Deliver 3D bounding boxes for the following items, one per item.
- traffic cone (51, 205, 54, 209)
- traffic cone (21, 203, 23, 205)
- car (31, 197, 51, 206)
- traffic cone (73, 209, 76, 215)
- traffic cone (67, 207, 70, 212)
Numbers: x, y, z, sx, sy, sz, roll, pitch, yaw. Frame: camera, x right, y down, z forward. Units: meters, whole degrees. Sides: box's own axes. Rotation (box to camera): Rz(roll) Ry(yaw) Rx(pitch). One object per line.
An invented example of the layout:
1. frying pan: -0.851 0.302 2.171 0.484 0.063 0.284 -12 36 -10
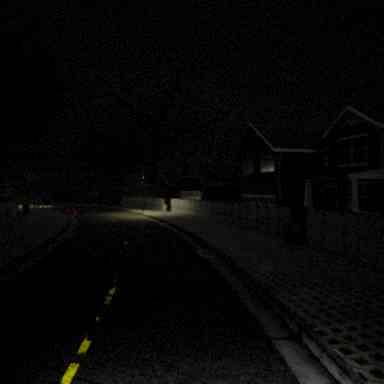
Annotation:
1. traffic cone: -18.975 1.959 45.121 0.340 0.580 0.340 0 0 -36
2. traffic cone: -28.612 1.972 55.980 0.340 0.580 0.340 0 0 43
3. car: -24.900 1.567 54.929 1.994 1.385 4.181 0 0 -45
4. traffic cone: -11.508 1.958 32.669 0.340 0.580 0.340 0 0 -26
5. traffic cone: -13.739 1.957 36.971 0.340 0.580 0.340 0 0 -29
